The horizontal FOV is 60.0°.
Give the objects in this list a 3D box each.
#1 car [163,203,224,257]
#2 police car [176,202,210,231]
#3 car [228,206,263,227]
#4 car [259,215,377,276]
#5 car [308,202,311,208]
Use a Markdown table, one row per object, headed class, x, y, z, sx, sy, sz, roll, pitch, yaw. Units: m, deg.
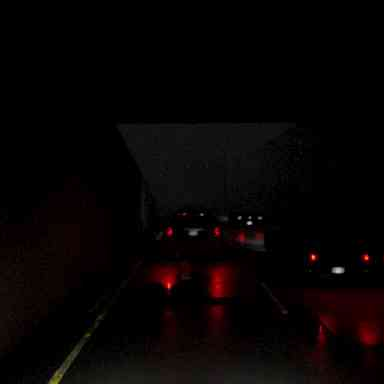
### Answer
| class | x | y | z | sx | sy | sz | roll | pitch | yaw |
| --- | --- | --- | --- | --- | --- | --- | --- | --- | --- |
| car | 0.049 | 1.367 | 13.070 | 2.097 | 1.767 | 4.553 | 0 | 0 | 0 |
| police car | 0.036 | 1.530 | 22.195 | 2.038 | 1.542 | 4.974 | 0 | 0 | 0 |
| car | 3.539 | 1.625 | 22.651 | 1.895 | 1.301 | 4.718 | 0 | 0 | 0 |
| car | 3.566 | 1.611 | 10.292 | 1.895 | 1.301 | 4.718 | 0 | 0 | 0 |
| car | 17.412 | 1.497 | 45.006 | 2.038 | 1.542 | 4.974 | 0 | 0 | 45 |
